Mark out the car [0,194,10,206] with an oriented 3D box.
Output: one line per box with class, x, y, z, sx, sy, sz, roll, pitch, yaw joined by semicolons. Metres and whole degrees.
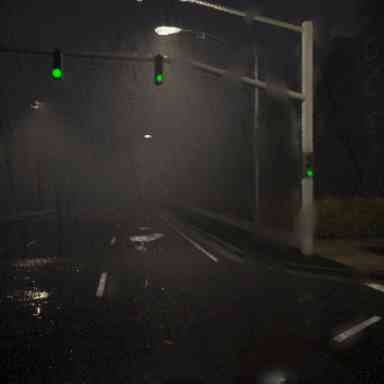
car;-30.092;1.338;51.354;2.150;2.045;5.566;0;0;-9
